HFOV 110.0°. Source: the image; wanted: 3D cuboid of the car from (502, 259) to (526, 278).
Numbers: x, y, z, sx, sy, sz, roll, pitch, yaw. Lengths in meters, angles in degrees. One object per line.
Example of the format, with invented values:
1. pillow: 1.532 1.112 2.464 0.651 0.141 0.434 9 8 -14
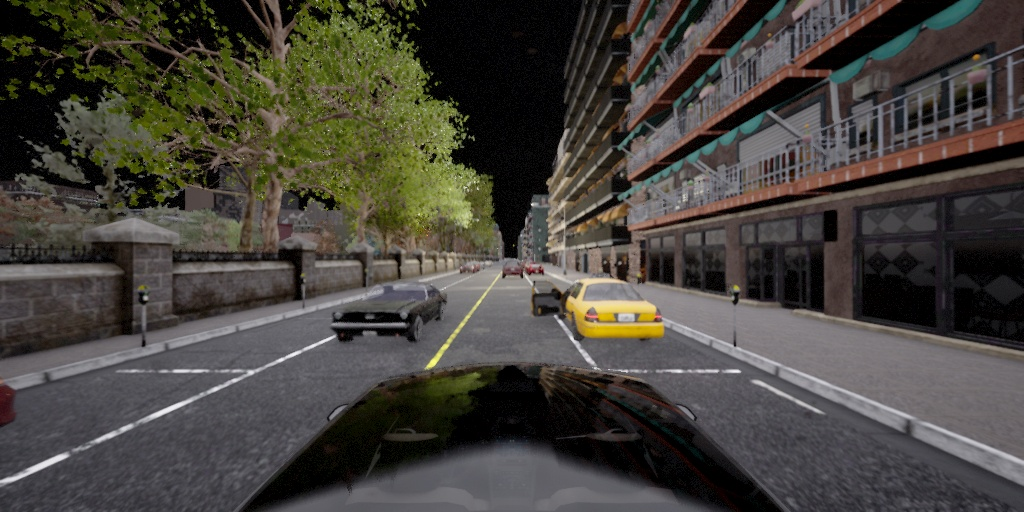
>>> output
1. car: 0.092 1.312 37.171 2.097 1.767 4.553 0 0 0

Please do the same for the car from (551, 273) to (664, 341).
1. car: 2.356 1.253 9.937 1.801 1.575 5.366 0 0 0

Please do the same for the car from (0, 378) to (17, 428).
1. car: -5.689 1.332 1.726 1.802 1.307 4.207 0 0 0

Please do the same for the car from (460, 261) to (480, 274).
1. car: -5.654 1.462 46.768 1.967 1.591 4.097 0 0 0

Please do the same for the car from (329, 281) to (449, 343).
1. car: -3.092 1.398 10.006 1.895 1.301 4.718 0 0 0

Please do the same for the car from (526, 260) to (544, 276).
1. car: 2.722 1.530 41.131 1.888 1.381 4.507 0 0 0

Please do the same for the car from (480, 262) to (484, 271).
1. car: -5.650 1.499 52.396 1.967 1.591 4.097 0 0 0

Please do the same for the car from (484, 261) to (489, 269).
1. car: -5.641 1.685 63.658 2.007 1.370 4.403 0 0 0
